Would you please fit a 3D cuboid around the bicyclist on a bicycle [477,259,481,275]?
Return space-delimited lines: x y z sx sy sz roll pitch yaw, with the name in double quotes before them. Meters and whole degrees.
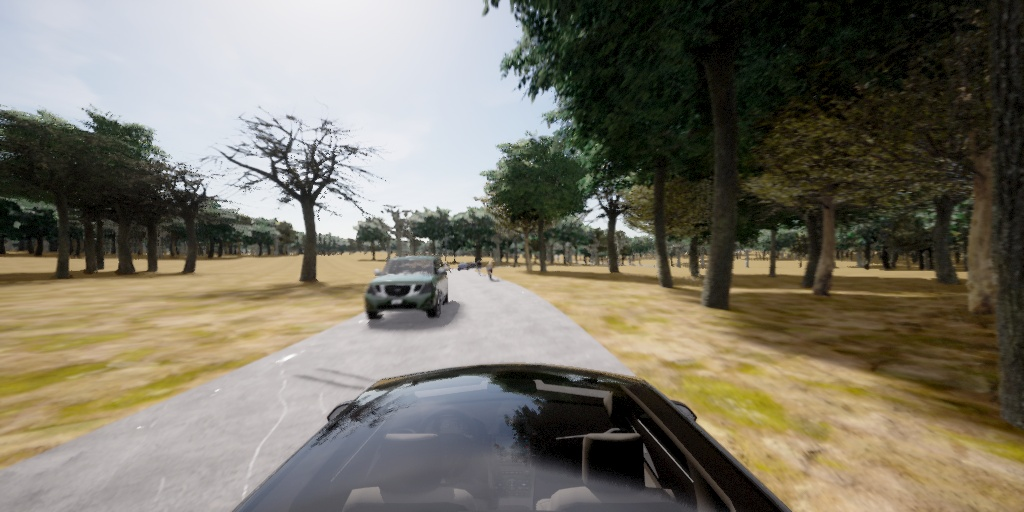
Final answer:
"bicyclist on a bicycle" -3.529 1.190 38.756 0.659 1.776 1.843 0 -1 -11

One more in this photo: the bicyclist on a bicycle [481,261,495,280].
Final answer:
"bicyclist on a bicycle" -1.828 1.181 29.768 0.866 1.612 1.509 -1 0 -11

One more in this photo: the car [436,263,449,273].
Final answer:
"car" -10.251 1.720 53.205 1.812 1.442 4.674 -1 -1 -10

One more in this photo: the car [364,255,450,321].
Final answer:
"car" -3.574 0.995 13.194 2.150 2.045 5.566 -1 0 -5
